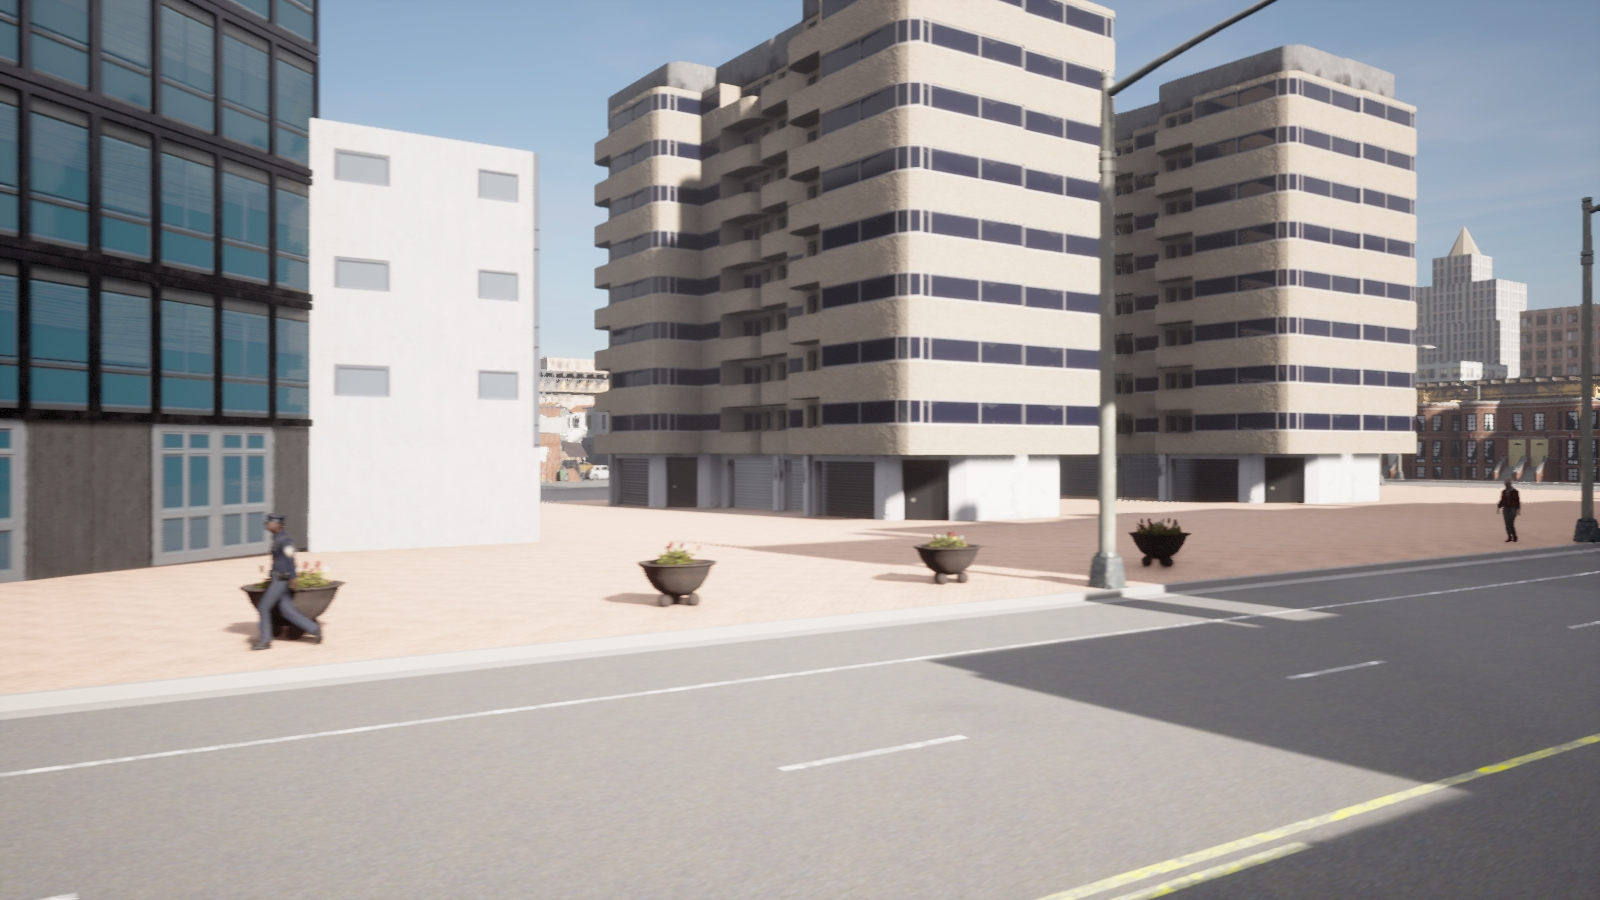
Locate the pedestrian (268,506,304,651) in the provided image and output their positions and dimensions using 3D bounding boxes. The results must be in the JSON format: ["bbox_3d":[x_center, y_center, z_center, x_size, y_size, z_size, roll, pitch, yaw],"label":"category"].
[{"bbox_3d":[-6.836,1.692,15.196,0.375,1.860,0.375,0,0,-33],"label":"pedestrian"}]

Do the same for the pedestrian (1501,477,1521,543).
[{"bbox_3d":[20.147,1.696,32.372,0.375,1.860,0.375,0,0,-33],"label":"pedestrian"}]
